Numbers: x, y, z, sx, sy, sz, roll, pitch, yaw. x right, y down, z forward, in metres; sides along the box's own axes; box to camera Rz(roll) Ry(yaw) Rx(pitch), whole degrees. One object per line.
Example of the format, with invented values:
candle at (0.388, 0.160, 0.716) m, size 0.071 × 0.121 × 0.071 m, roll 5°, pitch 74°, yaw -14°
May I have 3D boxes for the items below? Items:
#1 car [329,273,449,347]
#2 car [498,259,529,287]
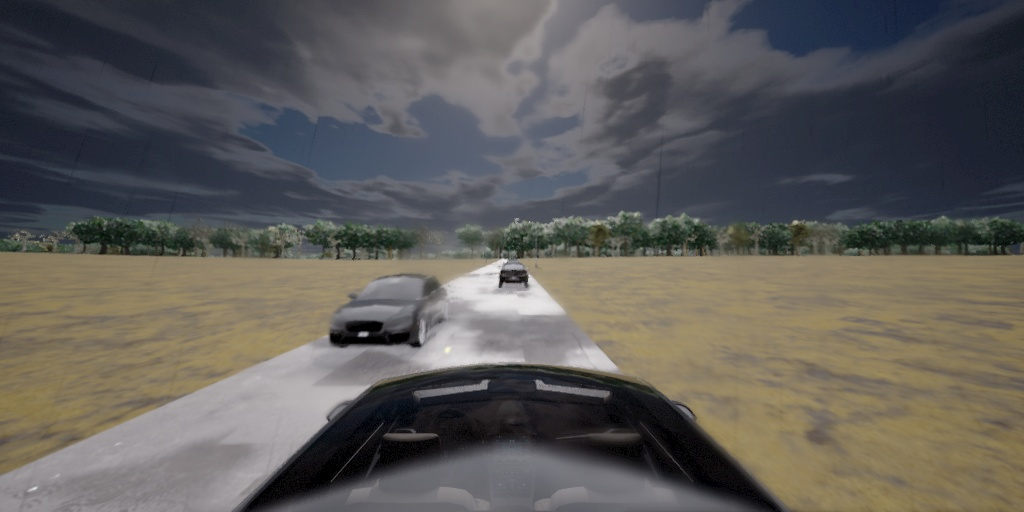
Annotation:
car at (-2.847, 1.238, 9.302) m, size 1.837 × 1.490 × 4.892 m, roll 0°, pitch 0°, yaw 0°
car at (0.103, 1.166, 24.006) m, size 1.882 × 1.535 × 5.008 m, roll 0°, pitch 0°, yaw 0°
